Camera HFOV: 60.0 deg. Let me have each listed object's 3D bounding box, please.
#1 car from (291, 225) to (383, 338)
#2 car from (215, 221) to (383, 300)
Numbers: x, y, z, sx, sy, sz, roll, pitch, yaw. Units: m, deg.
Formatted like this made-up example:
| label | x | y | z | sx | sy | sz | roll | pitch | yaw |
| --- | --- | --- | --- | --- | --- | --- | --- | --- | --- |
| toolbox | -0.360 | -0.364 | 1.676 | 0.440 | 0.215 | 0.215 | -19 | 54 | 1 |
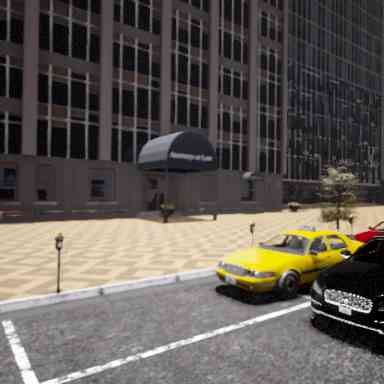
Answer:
| label | x | y | z | sx | sy | sz | roll | pitch | yaw |
| --- | --- | --- | --- | --- | --- | --- | --- | --- | --- |
| car | 4.292 | 1.555 | 6.430 | 4.892 | 1.490 | 1.837 | 0 | 0 | -35 |
| car | 2.800 | 1.575 | 8.537 | 4.829 | 1.417 | 1.752 | 0 | 0 | -35 |
